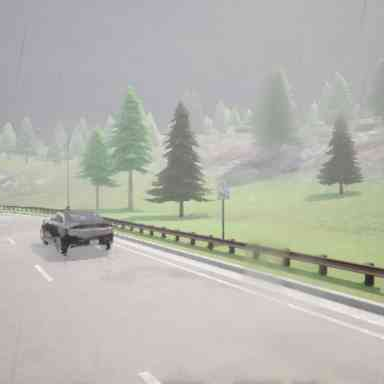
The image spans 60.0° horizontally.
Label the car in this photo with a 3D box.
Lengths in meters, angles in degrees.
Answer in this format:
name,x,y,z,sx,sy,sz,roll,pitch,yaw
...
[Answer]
name,x,y,z,sx,sy,sz,roll,pitch,yaw
car,-4.715,1.490,13.348,2.128,1.511,4.902,0,0,-35
